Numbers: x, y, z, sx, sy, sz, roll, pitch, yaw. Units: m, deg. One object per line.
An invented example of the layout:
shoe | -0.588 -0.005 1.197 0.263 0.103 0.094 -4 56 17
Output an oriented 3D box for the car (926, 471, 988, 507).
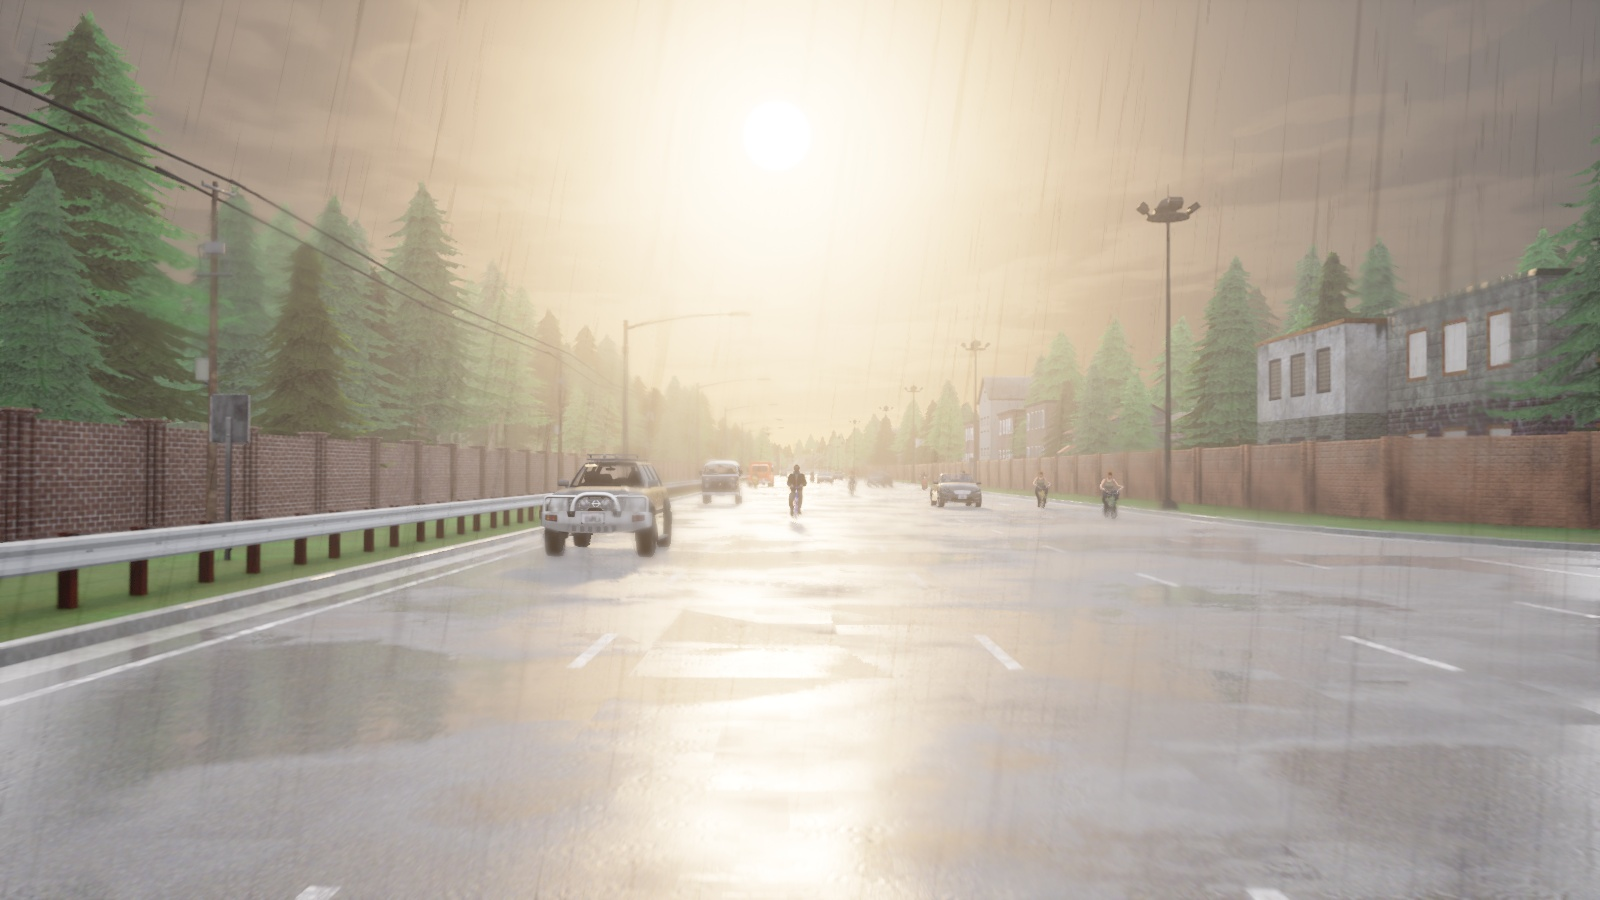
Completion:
car | 6.863 1.671 55.412 2.128 1.511 4.902 0 -1 0

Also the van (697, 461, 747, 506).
van | -3.648 1.549 59.542 2.069 2.038 4.480 0 -1 0

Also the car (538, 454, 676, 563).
car | -3.560 1.047 23.963 1.932 1.855 4.605 0 -1 0

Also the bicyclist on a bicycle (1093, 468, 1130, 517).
bicyclist on a bicycle | 10.412 1.413 42.041 0.866 1.612 1.509 0 -1 0
